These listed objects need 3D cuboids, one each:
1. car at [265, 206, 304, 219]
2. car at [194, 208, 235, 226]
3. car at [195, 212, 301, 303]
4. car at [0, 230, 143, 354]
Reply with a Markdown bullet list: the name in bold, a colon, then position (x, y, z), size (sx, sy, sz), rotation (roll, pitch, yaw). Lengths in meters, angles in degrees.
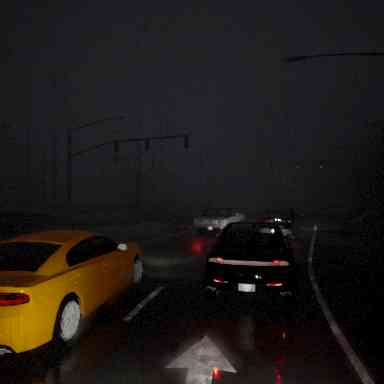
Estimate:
- **car**: position (4.677, 1.506, 17.431), size (1.837, 1.490, 4.892), rotation (0, 0, 21)
- **car**: position (1.750, 1.601, 19.488), size (1.895, 1.301, 4.718), rotation (0, 0, 21)
- **car**: position (1.531, 1.492, 8.295), size (2.128, 1.511, 4.902), rotation (0, 0, 13)
- **car**: position (-2.481, 1.477, 6.464), size (1.882, 1.535, 5.008), rotation (0, 0, 10)
